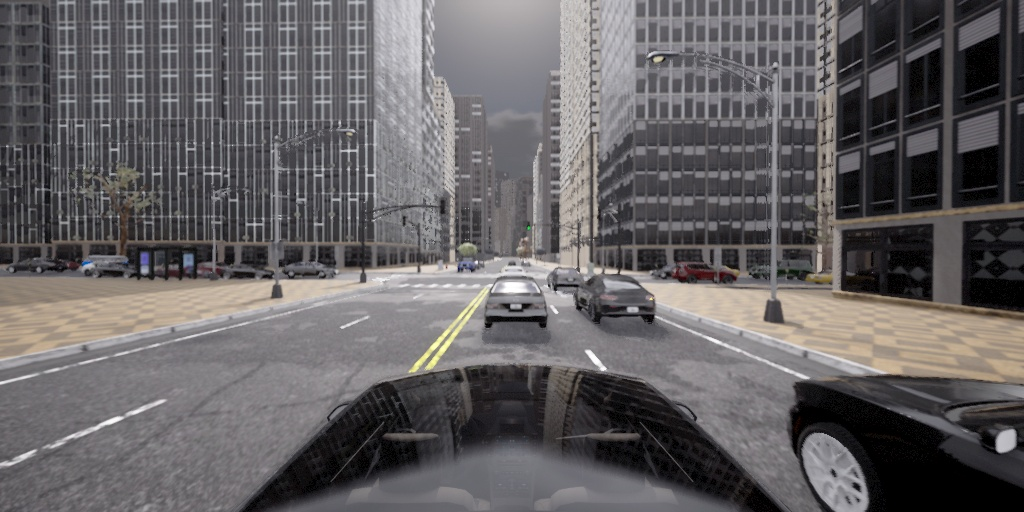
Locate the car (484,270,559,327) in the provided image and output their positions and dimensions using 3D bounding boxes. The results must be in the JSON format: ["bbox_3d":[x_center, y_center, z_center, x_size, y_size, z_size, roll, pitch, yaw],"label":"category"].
[{"bbox_3d":[0.107,1.359,11.748,2.033,1.411,5.357,0,0,0],"label":"car"}]

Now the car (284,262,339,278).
[{"bbox_3d":[-18.788,1.302,33.602,4.902,1.511,2.128,1,1,1],"label":"car"}]

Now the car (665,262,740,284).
[{"bbox_3d":[16.204,1.458,30.428,5.009,1.841,2.192,0,0,1],"label":"car"}]

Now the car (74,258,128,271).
[{"bbox_3d":[-37.934,1.165,34.007,4.674,1.442,1.812,1,1,2],"label":"car"}]

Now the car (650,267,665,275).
[{"bbox_3d":[16.459,1.581,36.208,4.902,1.511,2.128,0,1,1],"label":"car"}]

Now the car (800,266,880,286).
[{"bbox_3d":[27.652,1.766,30.226,4.829,1.417,1.751,0,0,1],"label":"car"}]

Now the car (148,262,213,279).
[{"bbox_3d":[-28.405,1.333,31.108,4.207,1.307,1.802,0,0,1],"label":"car"}]

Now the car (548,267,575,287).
[{"bbox_3d":[3.358,1.427,23.066,2.033,1.411,5.357,0,0,0],"label":"car"}]

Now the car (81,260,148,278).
[{"bbox_3d":[-34.086,1.265,31.284,4.313,1.339,1.948,0,0,1],"label":"car"}]

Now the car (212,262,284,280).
[{"bbox_3d":[-22.721,1.367,30.972,4.313,1.339,1.948,0,0,1],"label":"car"}]

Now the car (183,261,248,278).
[{"bbox_3d":[-27.884,1.255,33.790,4.674,1.442,1.812,1,1,2],"label":"car"}]

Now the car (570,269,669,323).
[{"bbox_3d":[3.355,1.340,12.256,1.812,1.442,4.674,0,0,0],"label":"car"}]

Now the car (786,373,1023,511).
[{"bbox_3d":[3.344,1.224,1.105,1.882,1.535,5.008,0,0,0],"label":"car"}]

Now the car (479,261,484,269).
[{"bbox_3d":[-6.542,1.592,62.100,2.128,1.511,4.902,0,0,0],"label":"car"}]

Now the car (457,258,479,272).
[{"bbox_3d":[-6.580,1.268,52.183,2.150,2.045,5.566,0,0,0],"label":"car"}]

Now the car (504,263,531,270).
[{"bbox_3d":[0.110,1.417,23.800,1.812,1.442,4.674,0,-1,0],"label":"car"}]

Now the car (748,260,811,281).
[{"bbox_3d":[26.975,1.403,36.018,5.566,2.045,2.150,1,1,1],"label":"car"}]

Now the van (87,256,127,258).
[{"bbox_3d":[-45.274,0.858,39.950,3.998,1.789,1.690,0,0,1],"label":"van"}]

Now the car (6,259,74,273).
[{"bbox_3d":[-49.552,1.009,37.442,4.892,1.490,1.837,0,1,1],"label":"car"}]
